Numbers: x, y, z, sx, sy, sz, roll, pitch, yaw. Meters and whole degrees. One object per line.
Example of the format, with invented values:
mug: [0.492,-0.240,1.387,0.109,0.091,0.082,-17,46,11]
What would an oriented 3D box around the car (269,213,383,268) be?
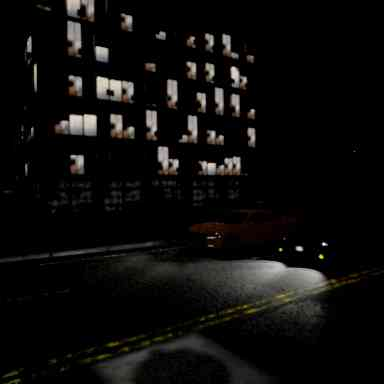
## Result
car: [4.837,1.500,11.121,4.181,1.385,1.994,0,0,-35]

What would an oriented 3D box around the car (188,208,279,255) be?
car: [2.138,1.420,13.189,5.008,1.535,1.882,0,0,-35]
